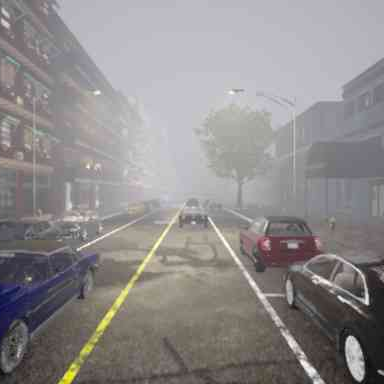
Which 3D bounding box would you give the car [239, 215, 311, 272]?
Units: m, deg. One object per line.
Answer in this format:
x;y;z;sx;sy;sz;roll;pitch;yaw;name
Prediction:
2.687;1.458;10.804;1.967;1.590;4.097;0;0;0;car

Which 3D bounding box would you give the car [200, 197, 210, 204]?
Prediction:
2.679;1.709;67.771;1.887;1.381;4.507;0;0;0;car

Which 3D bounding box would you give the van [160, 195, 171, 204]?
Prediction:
-5.702;1.505;67.773;1.690;1.788;3.998;0;0;0;van

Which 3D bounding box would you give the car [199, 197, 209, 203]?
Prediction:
2.679;1.750;73.467;1.947;1.339;4.313;0;0;0;car

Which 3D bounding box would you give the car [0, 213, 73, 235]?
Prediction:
-5.693;1.584;10.805;1.947;1.339;4.313;0;0;0;car

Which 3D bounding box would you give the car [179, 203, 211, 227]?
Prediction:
0.098;1.644;23.053;1.895;1.301;4.718;0;0;0;car

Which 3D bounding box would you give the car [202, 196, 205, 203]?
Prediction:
2.682;1.654;50.680;1.887;1.381;4.507;0;0;0;car

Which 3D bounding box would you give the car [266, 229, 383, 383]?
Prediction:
2.688;1.559;5.107;2.008;1.369;4.403;0;0;0;car

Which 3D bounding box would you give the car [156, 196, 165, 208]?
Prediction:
-5.699;1.675;50.681;1.947;1.339;4.313;0;0;0;car

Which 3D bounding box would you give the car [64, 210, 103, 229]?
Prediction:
-5.694;1.580;16.501;2.008;1.369;4.403;0;0;0;car

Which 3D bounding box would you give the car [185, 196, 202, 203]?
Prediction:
0.094;1.577;46.991;1.882;1.535;5.008;0;0;0;car

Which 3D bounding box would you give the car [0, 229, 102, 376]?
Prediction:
-3.094;1.610;5.699;1.895;1.301;4.718;0;0;0;car

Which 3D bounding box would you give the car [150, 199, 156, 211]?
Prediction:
-5.697;1.624;39.289;1.887;1.381;4.507;0;0;0;car

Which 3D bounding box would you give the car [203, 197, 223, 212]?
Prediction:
2.684;1.630;39.288;2.008;1.369;4.403;0;0;0;car

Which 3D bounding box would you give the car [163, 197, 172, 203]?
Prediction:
-5.702;1.787;79.166;1.802;1.307;4.206;0;0;0;car

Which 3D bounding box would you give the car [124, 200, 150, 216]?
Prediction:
-5.697;1.591;33.422;1.752;1.417;4.829;0;0;0;car

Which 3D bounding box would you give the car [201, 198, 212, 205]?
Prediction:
2.680;1.727;62.073;1.802;1.307;4.206;0;0;0;car

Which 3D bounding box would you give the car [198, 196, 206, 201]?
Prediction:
2.676;1.813;90.557;1.947;1.339;4.313;0;0;0;car
